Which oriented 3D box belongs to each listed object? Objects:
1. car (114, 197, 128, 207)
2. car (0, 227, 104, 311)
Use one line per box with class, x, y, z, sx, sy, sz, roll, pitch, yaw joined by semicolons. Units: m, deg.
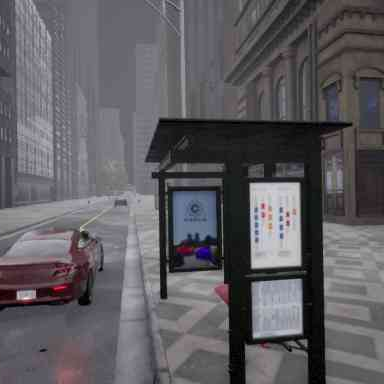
car;-10.987;1.494;51.500;1.882;1.535;5.008;-1;0;-10
car;-3.150;1.535;7.759;1.812;1.442;4.674;-1;0;-10
